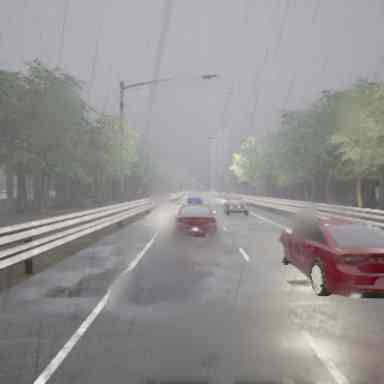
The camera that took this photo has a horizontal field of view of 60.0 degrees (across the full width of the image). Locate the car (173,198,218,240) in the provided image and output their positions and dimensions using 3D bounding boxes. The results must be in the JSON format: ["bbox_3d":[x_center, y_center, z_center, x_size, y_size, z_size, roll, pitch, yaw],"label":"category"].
[{"bbox_3d":[0.152,1.298,15.791,1.882,1.535,5.008,0,1,0],"label":"car"}]

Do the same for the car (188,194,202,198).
[{"bbox_3d":[0.307,1.002,43.520,1.882,1.535,5.008,0,1,0],"label":"car"}]

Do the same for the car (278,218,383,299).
[{"bbox_3d":[3.569,1.398,8.357,1.882,1.535,5.008,0,1,1],"label":"car"}]

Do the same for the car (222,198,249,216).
[{"bbox_3d":[3.725,1.242,28.948,2.033,1.411,5.357,0,1,0],"label":"car"}]
